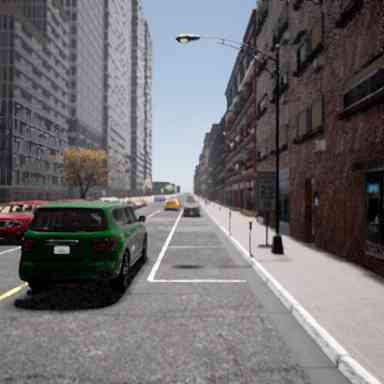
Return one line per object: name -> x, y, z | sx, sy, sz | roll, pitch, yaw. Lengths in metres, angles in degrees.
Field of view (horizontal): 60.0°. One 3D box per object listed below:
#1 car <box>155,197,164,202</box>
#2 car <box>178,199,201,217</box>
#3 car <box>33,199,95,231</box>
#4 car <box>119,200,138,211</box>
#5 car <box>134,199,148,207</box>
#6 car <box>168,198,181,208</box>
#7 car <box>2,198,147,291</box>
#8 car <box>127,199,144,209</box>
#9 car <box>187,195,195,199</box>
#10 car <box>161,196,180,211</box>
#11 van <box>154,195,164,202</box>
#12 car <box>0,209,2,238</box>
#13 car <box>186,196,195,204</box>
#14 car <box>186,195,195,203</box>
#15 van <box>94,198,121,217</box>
car -> -8.766, 1.952, 90.052 | 1.887, 1.381, 4.507 | 1, 0, 0
car -> -0.054, 1.737, 33.658 | 2.008, 1.369, 4.403 | 1, 0, 0
car -> -8.365, 1.412, 22.298 | 2.192, 1.841, 5.009 | 1, 0, 0
car -> -8.500, 1.796, 44.882 | 1.802, 1.307, 4.206 | 1, 0, 0
car -> -8.567, 1.849, 56.174 | 1.802, 1.307, 4.206 | 1, 0, 0
car -> -2.831, 1.763, 55.928 | 1.882, 1.535, 5.008 | 0, 0, 0
car -> -2.605, 1.264, 9.288 | 2.150, 2.045, 5.566 | 0, 0, 0
car -> -8.532, 1.765, 50.358 | 1.752, 1.417, 4.829 | 1, 0, 0
car -> -0.251, 1.785, 67.540 | 1.967, 1.590, 4.097 | 1, 0, 0
car -> -2.740, 1.715, 45.717 | 1.882, 1.535, 5.008 | 0, 0, 0
van -> -8.730, 1.727, 84.406 | 1.690, 1.788, 3.998 | 1, 0, 0
car -> -8.299, 1.473, 11.004 | 1.967, 1.590, 4.097 | 1, 0, 0
car -> -0.284, 1.809, 73.185 | 1.967, 1.590, 4.097 | 1, 0, 0
car -> -0.349, 1.730, 84.477 | 2.192, 1.841, 5.009 | 1, 0, 0
van -> -8.431, 1.499, 33.590 | 1.690, 1.788, 3.998 | 1, 0, 0
